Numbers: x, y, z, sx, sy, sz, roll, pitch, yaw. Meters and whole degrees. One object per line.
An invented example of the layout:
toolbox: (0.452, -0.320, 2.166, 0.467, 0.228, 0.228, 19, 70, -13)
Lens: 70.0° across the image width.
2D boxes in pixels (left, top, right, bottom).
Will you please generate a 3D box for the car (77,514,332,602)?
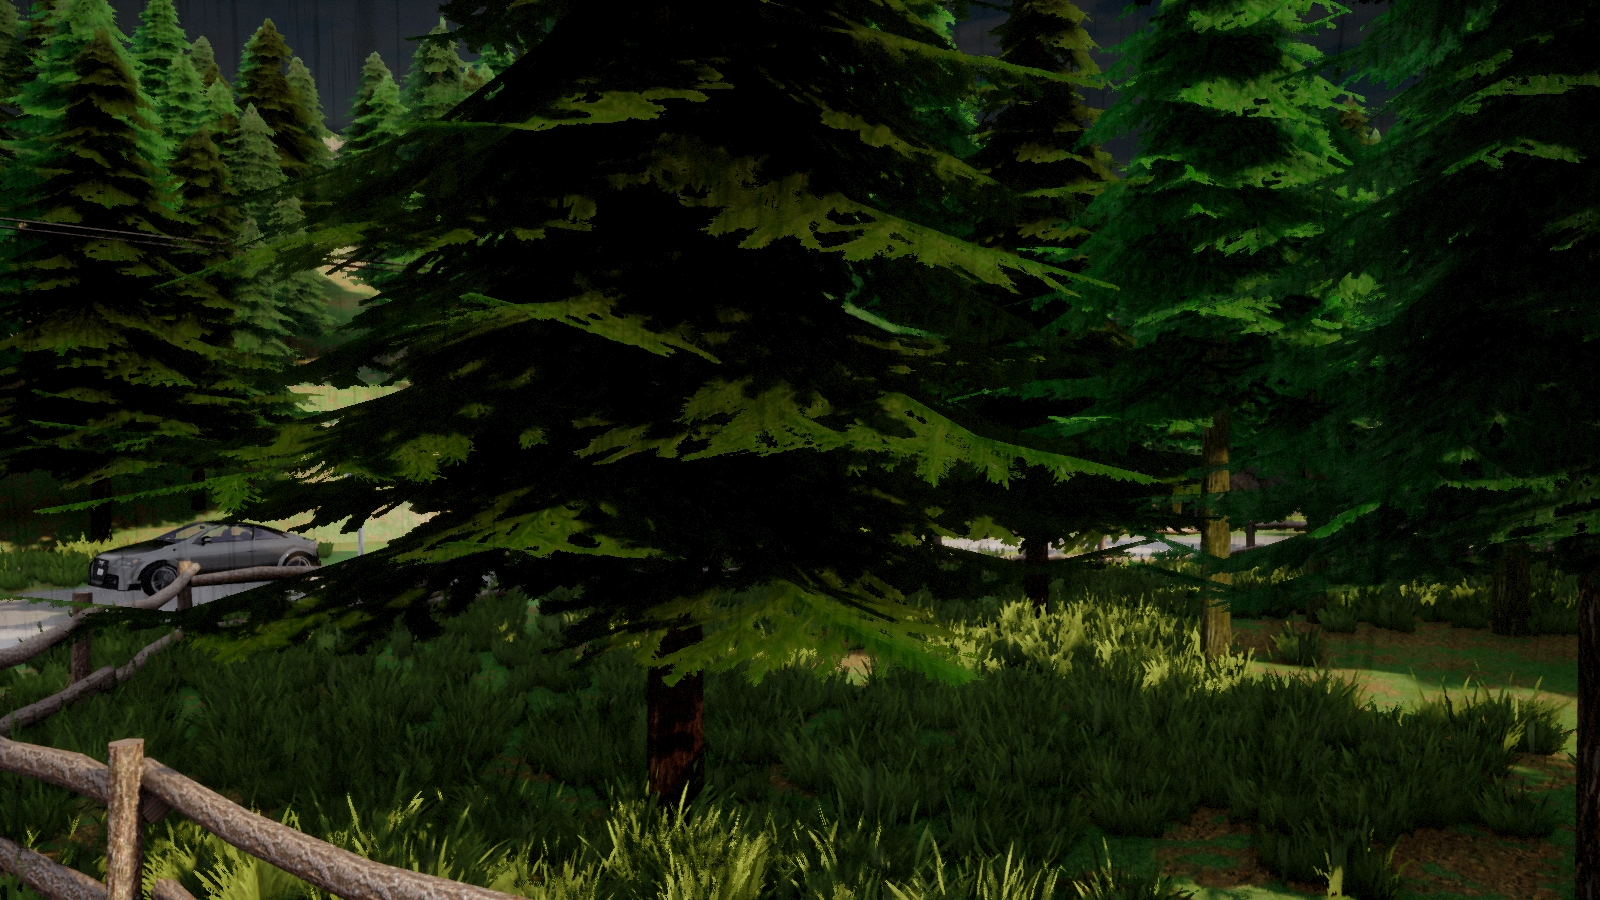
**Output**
car: (-12.055, 2.119, 23.321, 1.994, 1.385, 4.181, 0, 0, 41)
